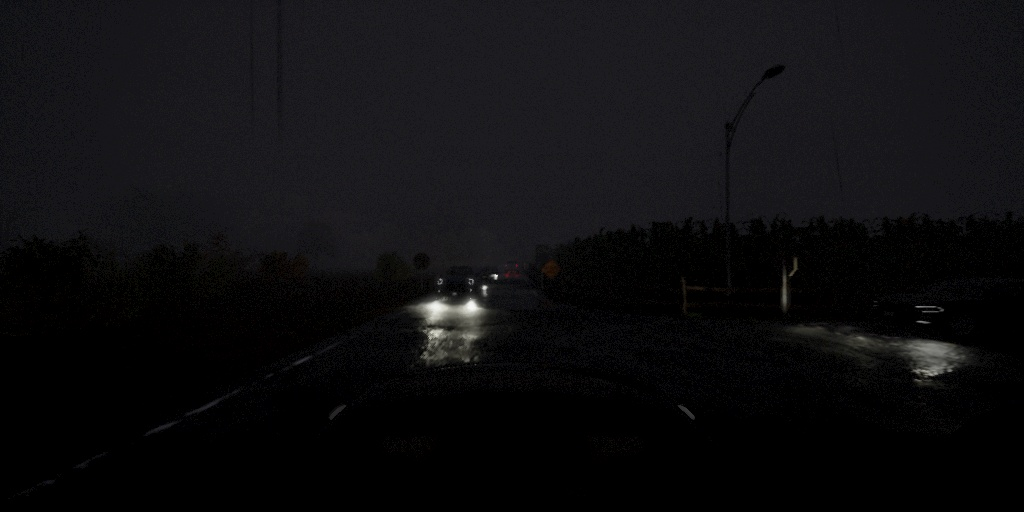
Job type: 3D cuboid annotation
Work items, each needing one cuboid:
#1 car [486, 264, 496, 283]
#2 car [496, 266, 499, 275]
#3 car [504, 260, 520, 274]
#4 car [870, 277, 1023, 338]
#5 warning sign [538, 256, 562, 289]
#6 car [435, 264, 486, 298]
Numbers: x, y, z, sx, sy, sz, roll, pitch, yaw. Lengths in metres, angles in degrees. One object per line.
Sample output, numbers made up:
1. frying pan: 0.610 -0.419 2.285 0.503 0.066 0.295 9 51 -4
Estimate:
1. car: -2.844 1.655 32.150 2.033 1.411 5.357 0 -1 0
2. car: -2.819 1.859 49.602 1.994 1.385 4.181 0 -1 0
3. car: 0.008 1.560 53.956 2.150 2.045 5.566 0 -1 0
4. car: 13.110 1.348 10.060 5.008 1.535 1.882 0 -1 0
5. warning sign: 2.452 1.109 22.300 1.300 1.860 1.060 0 0 0
6. car: -2.848 1.320 20.036 2.097 1.767 4.553 0 -1 0
